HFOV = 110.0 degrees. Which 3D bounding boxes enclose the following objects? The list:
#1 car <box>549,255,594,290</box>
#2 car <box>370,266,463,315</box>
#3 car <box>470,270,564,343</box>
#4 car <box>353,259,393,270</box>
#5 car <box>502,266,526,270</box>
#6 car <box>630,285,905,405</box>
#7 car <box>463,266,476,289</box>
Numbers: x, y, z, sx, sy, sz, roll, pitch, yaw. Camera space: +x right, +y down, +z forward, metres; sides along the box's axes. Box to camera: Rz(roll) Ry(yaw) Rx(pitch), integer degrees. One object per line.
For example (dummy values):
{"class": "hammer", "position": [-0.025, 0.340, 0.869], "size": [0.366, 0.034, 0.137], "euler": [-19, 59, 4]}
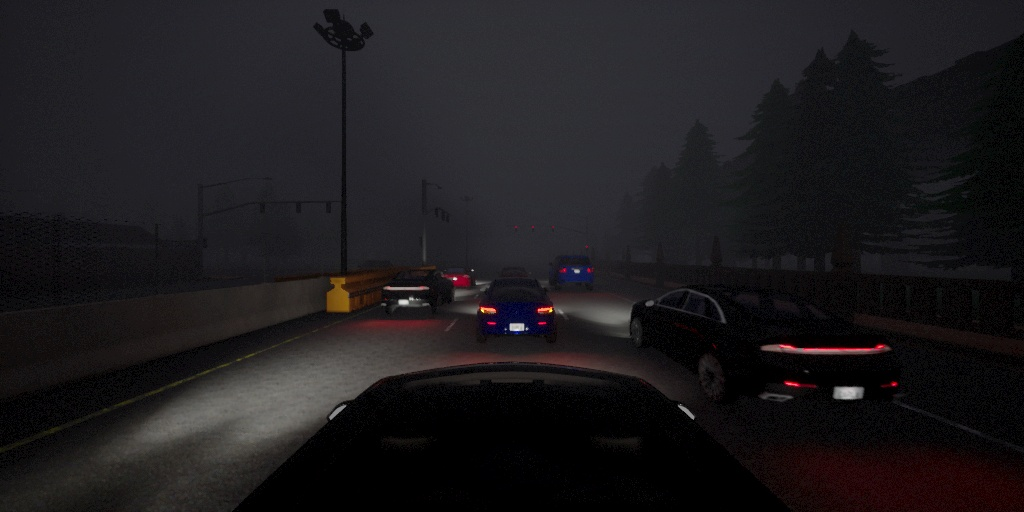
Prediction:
{"class": "car", "position": [3.596, 0.968, 22.479], "size": [2.150, 2.045, 5.566], "euler": [0, 0, 0]}
{"class": "car", "position": [-3.402, 1.240, 13.689], "size": [2.128, 1.511, 4.902], "euler": [0, 0, 0]}
{"class": "car", "position": [0.093, 1.276, 9.568], "size": [1.812, 1.442, 4.674], "euler": [0, 0, 0]}
{"class": "car", "position": [-10.515, 1.100, 27.441], "size": [2.097, 1.767, 4.553], "euler": [0, 0, 0]}
{"class": "car", "position": [0.097, 1.276, 19.464], "size": [1.812, 1.442, 4.674], "euler": [0, 0, 0]}
{"class": "car", "position": [3.599, 1.243, 6.257], "size": [2.128, 1.511, 4.902], "euler": [0, 0, 0]}
{"class": "car", "position": [-3.419, 1.314, 22.887], "size": [1.994, 1.385, 4.181], "euler": [0, 0, -1]}
